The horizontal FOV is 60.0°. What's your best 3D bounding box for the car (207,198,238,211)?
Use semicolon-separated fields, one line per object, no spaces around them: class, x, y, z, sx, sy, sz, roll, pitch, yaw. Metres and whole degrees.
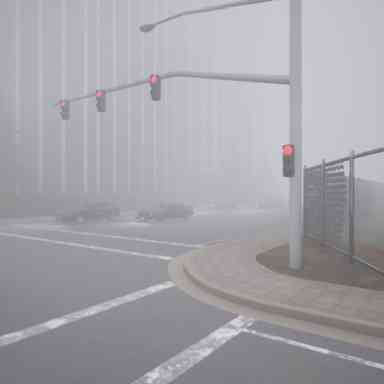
car;3.675;1.428;39.554;2.128;1.511;4.902;0;0;36

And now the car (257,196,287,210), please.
car;10.149;1.539;42.548;1.895;1.301;4.718;0;0;36

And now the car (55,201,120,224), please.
car;-7.423;1.440;24.115;1.837;1.490;4.892;0;1;36

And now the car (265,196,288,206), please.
car;13.596;1.355;53.204;1.837;1.490;4.892;0;0;36

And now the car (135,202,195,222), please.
car;-1.944;1.486;25.744;2.033;1.411;5.357;0;0;36
